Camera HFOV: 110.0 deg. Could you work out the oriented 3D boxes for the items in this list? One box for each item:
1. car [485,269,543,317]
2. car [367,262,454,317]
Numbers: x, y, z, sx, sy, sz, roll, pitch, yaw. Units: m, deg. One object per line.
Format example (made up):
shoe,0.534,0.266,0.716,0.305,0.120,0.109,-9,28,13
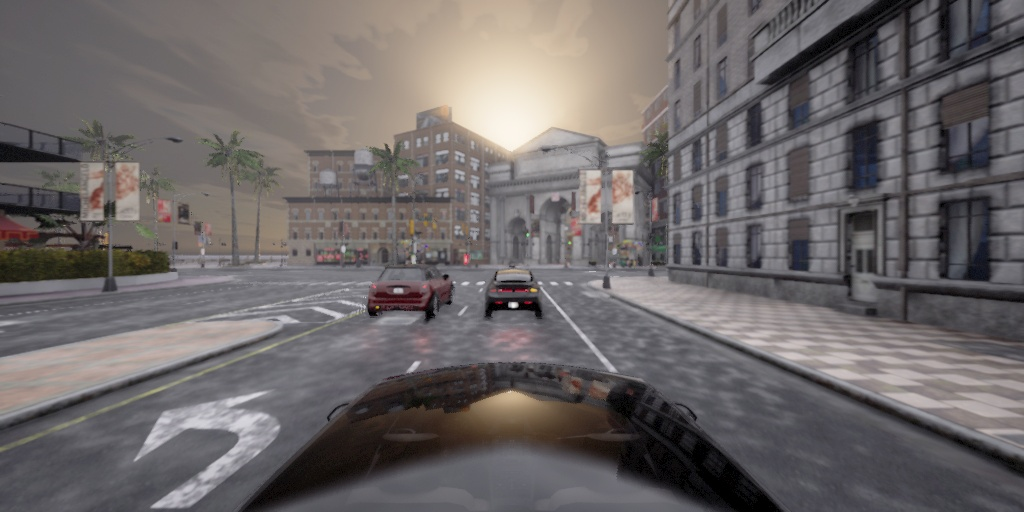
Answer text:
car,0.061,1.214,12.986,1.837,1.490,4.892,0,0,0
car,-3.440,1.063,13.023,2.097,1.767,4.553,0,0,0
